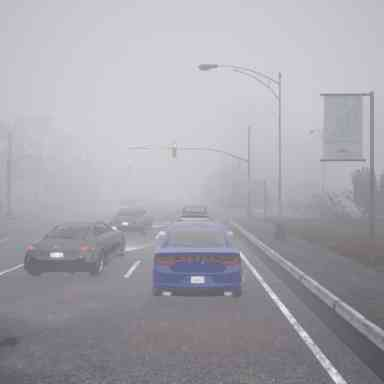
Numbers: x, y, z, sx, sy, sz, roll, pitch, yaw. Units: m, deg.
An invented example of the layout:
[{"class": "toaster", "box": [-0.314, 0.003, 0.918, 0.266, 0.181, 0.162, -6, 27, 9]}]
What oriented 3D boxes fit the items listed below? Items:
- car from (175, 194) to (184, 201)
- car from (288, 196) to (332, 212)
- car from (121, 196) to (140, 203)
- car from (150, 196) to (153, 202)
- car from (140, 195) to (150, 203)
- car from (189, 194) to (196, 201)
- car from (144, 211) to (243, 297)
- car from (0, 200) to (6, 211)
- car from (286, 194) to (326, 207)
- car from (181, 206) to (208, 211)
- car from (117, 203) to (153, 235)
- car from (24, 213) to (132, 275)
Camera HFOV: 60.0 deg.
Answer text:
[{"class": "car", "box": [-3.359, 1.349, 86.007, 2.097, 1.767, 4.553, 0, 0, 0]}, {"class": "car", "box": [14.077, 1.478, 38.341, 5.008, 1.535, 1.882, 0, 0, 3]}, {"class": "car", "box": [-10.495, 1.491, 55.476, 2.128, 1.511, 4.902, 0, 0, 0]}, {"class": "car", "box": [-10.372, 1.524, 78.150, 1.812, 1.442, 4.674, 0, 0, 0]}, {"class": "car", "box": [-10.399, 1.564, 67.697, 1.994, 1.385, 4.181, 0, 0, 0]}, {"class": "car", "box": [0.141, 1.533, 85.615, 2.033, 1.411, 5.357, 0, 0, 0]}, {"class": "car", "box": [0.113, 1.478, 8.649, 1.882, 1.535, 5.008, 0, 0, 0]}, {"class": "car", "box": [-23.707, 1.221, 36.832, 5.566, 2.045, 2.150, 0, 0, 3]}, {"class": "car", "box": [14.791, 1.221, 41.826, 5.566, 2.045, 2.150, 0, 0, 2]}, {"class": "car", "box": [0.129, 1.491, 18.148, 2.128, 1.511, 4.902, 0, 0, 0]}, {"class": "car", "box": [-3.370, 1.564, 18.806, 1.994, 1.385, 4.181, 0, 0, 0]}, {"class": "car", "box": [-3.393, 1.564, 10.423, 1.994, 1.385, 4.181, 0, 0, 1]}]
